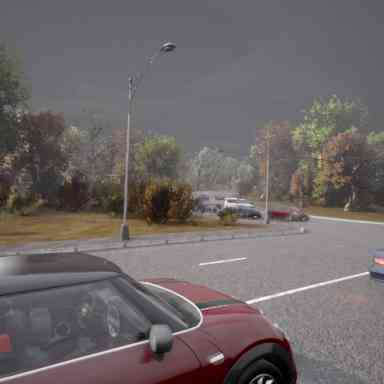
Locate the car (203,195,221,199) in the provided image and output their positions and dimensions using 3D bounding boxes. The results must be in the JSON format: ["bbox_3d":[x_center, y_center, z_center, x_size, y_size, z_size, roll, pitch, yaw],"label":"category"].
[{"bbox_3d":[3.238,1.863,53.794,1.882,1.535,5.008,2,1,-14],"label":"car"}]

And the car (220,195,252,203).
[{"bbox_3d":[6.165,1.877,44.049,2.150,2.045,5.566,3,0,-19],"label":"car"}]

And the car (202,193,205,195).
[{"bbox_3d":[1.116,1.574,63.708,1.895,1.301,4.718,2,2,-10],"label":"car"}]

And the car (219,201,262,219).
[{"bbox_3d":[5.412,2.138,36.131,2.033,1.411,5.357,3,-1,-22],"label":"car"}]

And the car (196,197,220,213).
[{"bbox_3d":[1.905,1.952,45.741,1.837,1.490,4.892,3,0,-17],"label":"car"}]

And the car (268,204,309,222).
[{"bbox_3d":[10.009,2.111,34.555,2.097,1.767,4.553,3,-1,-24],"label":"car"}]

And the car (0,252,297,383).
[{"bbox_3d":[-1.145,1.354,2.929,4.553,1.767,2.097,0,0,-36],"label":"car"}]

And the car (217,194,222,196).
[{"bbox_3d":[6.469,1.178,79.493,1.994,1.385,4.181,2,2,-1],"label":"car"}]

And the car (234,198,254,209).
[{"bbox_3d":[9.253,2.031,59.272,1.837,1.490,4.892,2,2,-13],"label":"car"}]

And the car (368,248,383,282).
[{"bbox_3d":[6.612,1.665,8.480,5.357,1.411,2.033,2,-1,-36],"label":"car"}]

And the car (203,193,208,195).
[{"bbox_3d":[3.014,1.056,78.414,2.128,1.511,4.902,2,2,-1],"label":"car"}]
